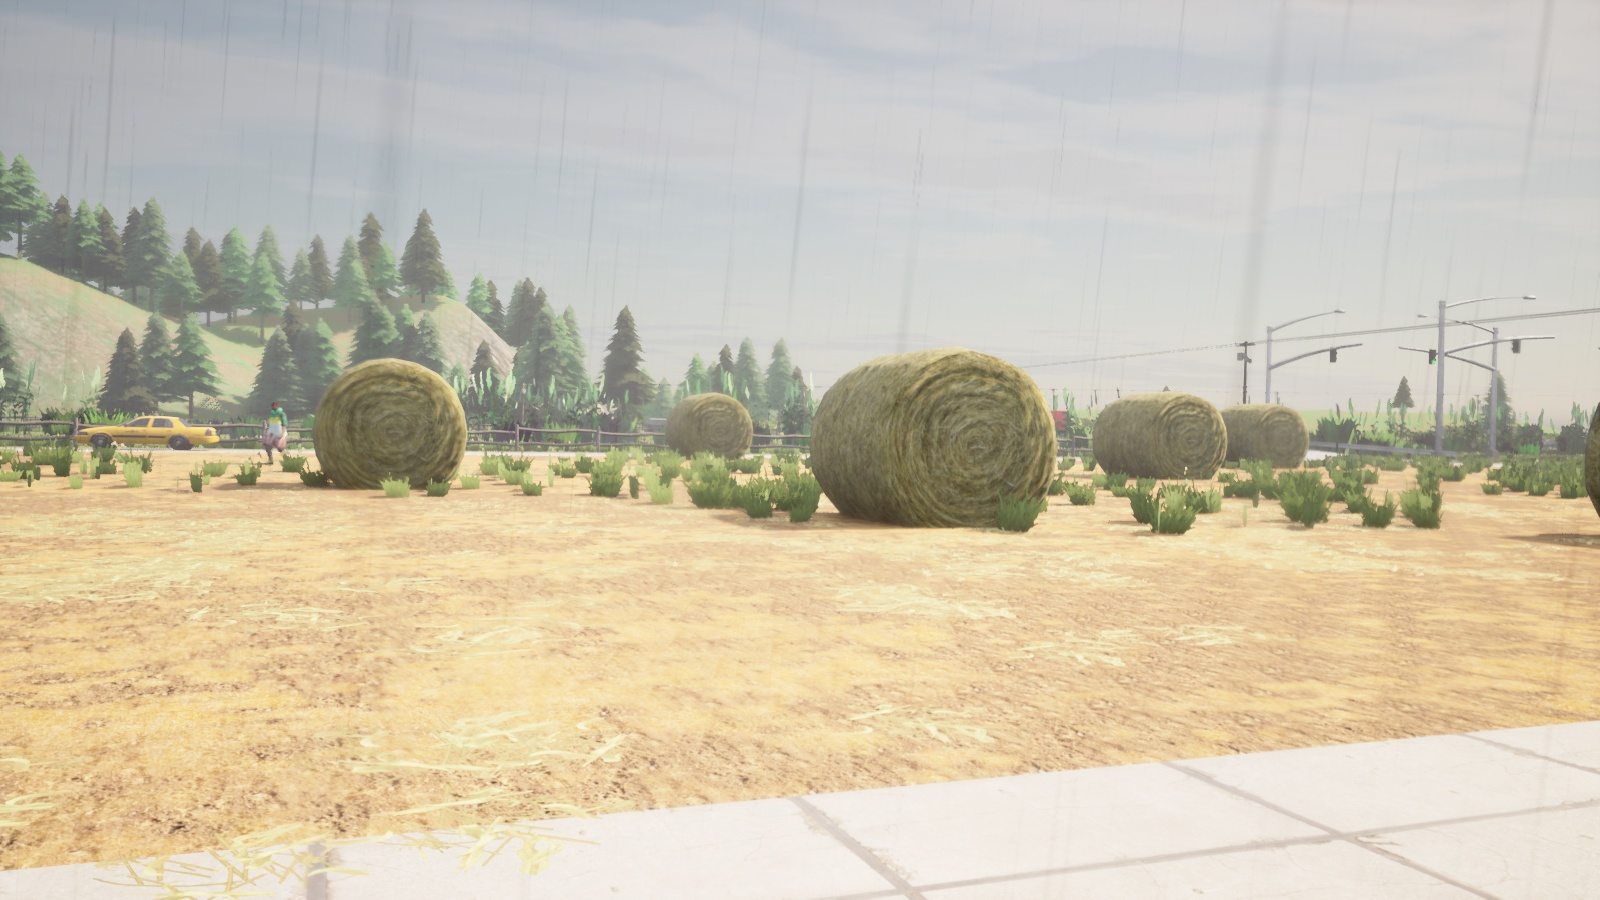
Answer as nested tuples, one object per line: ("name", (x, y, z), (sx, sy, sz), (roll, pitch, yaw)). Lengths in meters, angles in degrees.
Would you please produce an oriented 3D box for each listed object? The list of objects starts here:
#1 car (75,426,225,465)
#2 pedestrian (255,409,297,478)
("car", (-27.305, -0.198, 52.941), (5.366, 1.575, 1.801), (0, 1, -17))
("pedestrian", (-14.871, -0.194, 35.657), (0.659, 1.952, 0.873), (0, 1, 24))
